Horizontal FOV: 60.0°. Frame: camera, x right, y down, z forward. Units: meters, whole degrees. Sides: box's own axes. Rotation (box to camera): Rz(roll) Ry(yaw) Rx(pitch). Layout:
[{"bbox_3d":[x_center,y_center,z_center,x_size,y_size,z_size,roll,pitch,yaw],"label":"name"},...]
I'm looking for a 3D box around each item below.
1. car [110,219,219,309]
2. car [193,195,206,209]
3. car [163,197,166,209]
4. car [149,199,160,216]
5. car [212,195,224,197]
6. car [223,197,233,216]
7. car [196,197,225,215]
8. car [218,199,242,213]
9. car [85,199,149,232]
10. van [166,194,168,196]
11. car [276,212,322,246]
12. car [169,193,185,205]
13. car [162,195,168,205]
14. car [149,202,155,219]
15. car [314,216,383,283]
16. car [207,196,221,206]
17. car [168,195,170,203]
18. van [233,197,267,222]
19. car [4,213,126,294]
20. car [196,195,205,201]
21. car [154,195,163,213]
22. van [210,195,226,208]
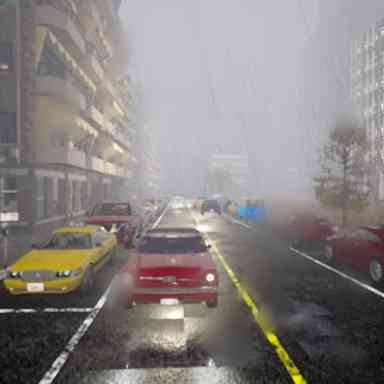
[{"bbox_3d":[-0.480,1.589,7.969,1.895,1.301,4.718,0,0,-2],"label":"car"},{"bbox_3d":[1.240,1.302,44.484,2.097,1.767,4.553,0,0,-2],"label":"car"},{"bbox_3d":[-4.223,1.523,36.601,1.947,1.339,4.313,0,0,-2],"label":"car"},{"bbox_3d":[-3.783,1.517,25.558,2.008,1.369,4.403,0,0,-2],"label":"car"},{"bbox_3d":[3.929,1.390,42.457,1.967,1.590,4.097,0,0,-2],"label":"car"},{"bbox_3d":[4.363,1.483,31.581,1.752,1.417,4.829,0,0,-2],"label":"car"},{"bbox_3d":[1.721,1.458,32.681,1.837,1.490,4.892,0,-1,-2],"label":"car"},{"bbox_3d":[4.150,1.519,36.935,1.947,1.339,4.313,0,0,-2],"label":"car"},{"bbox_3d":[-3.346,1.295,14.512,2.192,1.841,5.009,0,0,-2],"label":"car"},{"bbox_3d":[-4.665,1.292,47.646,1.690,1.788,3.998,0,0,-2],"label":"van"},{"bbox_3d":[5.030,1.558,14.846,1.802,1.307,4.206,0,0,-2],"label":"car"},{"bbox_3d":[-2.396,1.167,58.453,2.150,2.045,5.566,0,0,-2],"label":"car"},{"bbox_3d":[-4.444,1.498,42.124,1.887,1.381,4.507,0,0,-2],"label":"car"},{"bbox_3d":[-3.563,1.523,20.035,2.008,1.369,4.403,0,0,-2],"label":"car"},{"bbox_3d":[5.250,1.566,9.324,1.802,1.307,4.206,0,0,-2],"label":"car"},{"bbox_3d":[3.483,1.470,53.671,1.752,1.417,4.829,0,0,-2],"label":"car"},{"bbox_3d":[-4.884,1.530,53.168,1.802,1.307,4.206,0,0,-2],"label":"car"},{"bbox_3d":[4.589,1.304,25.890,1.690,1.788,3.998,0,0,-2],"label":"van"},{"bbox_3d":[-3.118,1.513,8.821,1.752,1.417,4.829,0,0,-2],"label":"car"},{"bbox_3d":[2.170,1.487,86.635,1.887,1.381,4.507,0,0,-2],"label":"car"},{"bbox_3d":[-4.004,1.401,31.078,1.967,1.590,4.097,0,0,-2],"label":"car"},{"bbox_3d":[3.708,1.288,47.980,1.690,1.788,3.998,0,0,-2],"label":"van"}]
